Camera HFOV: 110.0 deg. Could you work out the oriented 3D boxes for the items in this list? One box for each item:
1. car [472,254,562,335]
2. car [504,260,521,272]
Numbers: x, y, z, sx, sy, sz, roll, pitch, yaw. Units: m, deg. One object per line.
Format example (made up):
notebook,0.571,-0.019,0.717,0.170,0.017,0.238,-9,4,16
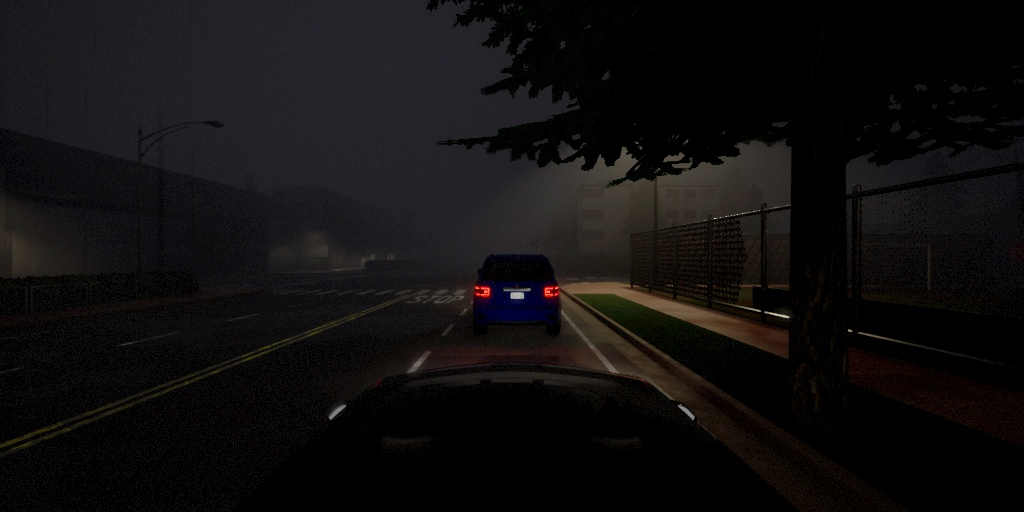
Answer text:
car,0.123,0.972,10.622,2.150,2.045,5.566,0,0,0
car,0.061,1.241,46.452,2.128,1.511,4.902,0,0,-1
